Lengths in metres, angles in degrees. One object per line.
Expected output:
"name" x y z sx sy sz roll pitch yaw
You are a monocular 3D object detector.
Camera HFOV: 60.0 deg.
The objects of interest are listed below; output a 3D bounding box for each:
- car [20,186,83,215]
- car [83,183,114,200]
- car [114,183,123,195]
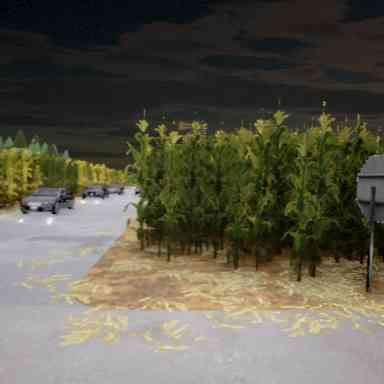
"car" -8.362 0.434 19.718 2.128 1.511 4.902 1 3 -4
"car" -9.117 -0.034 31.813 1.994 1.385 4.181 1 2 -4
"car" -9.772 -0.368 42.688 2.128 1.511 4.902 1 1 -3
